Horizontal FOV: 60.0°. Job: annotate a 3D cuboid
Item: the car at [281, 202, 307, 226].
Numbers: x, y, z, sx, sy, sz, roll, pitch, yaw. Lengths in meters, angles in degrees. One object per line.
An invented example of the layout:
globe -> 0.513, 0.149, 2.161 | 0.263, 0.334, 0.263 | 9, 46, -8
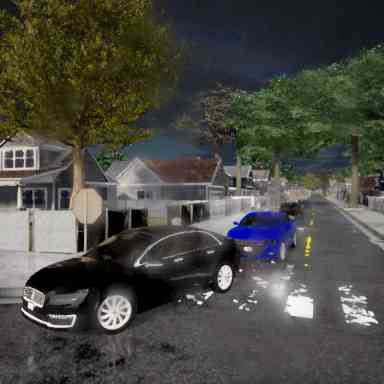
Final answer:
car -> 7.025, 1.504, 23.596 | 1.837, 1.490, 4.892 | 0, 0, 21

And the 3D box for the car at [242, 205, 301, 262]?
car -> 2.729, 1.477, 12.474 | 1.882, 1.535, 5.008 | 0, 0, 24

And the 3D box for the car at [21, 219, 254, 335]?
car -> -0.865, 1.507, 6.937 | 1.837, 1.490, 4.892 | 0, 0, 42
